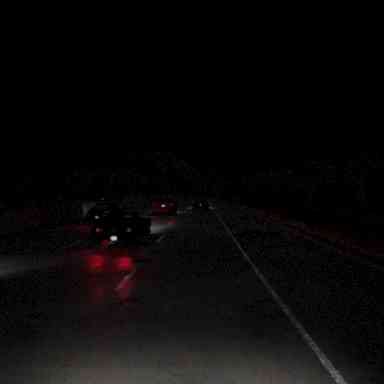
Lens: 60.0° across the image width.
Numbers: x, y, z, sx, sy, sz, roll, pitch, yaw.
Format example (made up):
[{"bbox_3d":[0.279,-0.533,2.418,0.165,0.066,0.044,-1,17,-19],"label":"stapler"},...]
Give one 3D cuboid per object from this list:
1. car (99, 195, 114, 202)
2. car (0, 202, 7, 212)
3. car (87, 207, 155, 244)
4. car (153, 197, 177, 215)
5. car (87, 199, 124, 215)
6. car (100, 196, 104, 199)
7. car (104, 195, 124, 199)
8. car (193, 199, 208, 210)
[{"bbox_3d":[-19.105,1.444,74.528,1.882,1.535,5.008,0,0,2],"label":"car"},{"bbox_3d":[-20.367,1.503,33.107,1.812,1.442,4.674,0,0,2],"label":"car"},{"bbox_3d":[-3.142,1.591,15.842,1.895,1.301,4.718,0,0,1],"label":"car"},{"bbox_3d":[-2.656,1.331,33.454,2.097,1.767,4.553,0,0,2],"label":"car"},{"bbox_3d":[-6.398,1.510,24.868,1.812,1.442,4.674,0,0,2],"label":"car"},{"bbox_3d":[-15.898,1.316,64.429,2.097,1.767,4.553,0,0,2],"label":"car"},{"bbox_3d":[-12.677,1.455,55.981,2.128,1.511,4.902,0,0,2],"label":"car"},{"bbox_3d":[1.109,1.538,42.850,1.994,1.385,4.181,0,0,2],"label":"car"}]
